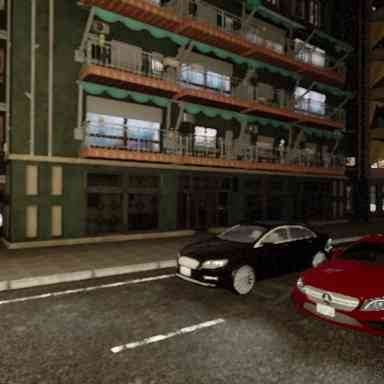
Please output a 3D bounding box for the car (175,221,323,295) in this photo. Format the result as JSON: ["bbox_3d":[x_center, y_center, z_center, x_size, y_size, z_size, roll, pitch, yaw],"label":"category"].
[{"bbox_3d":[1.847,1.563,8.999,4.902,1.511,2.128,1,0,-36],"label":"car"}]

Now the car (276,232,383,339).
[{"bbox_3d":[3.969,1.600,6.518,4.674,1.442,1.812,1,0,-35],"label":"car"}]
